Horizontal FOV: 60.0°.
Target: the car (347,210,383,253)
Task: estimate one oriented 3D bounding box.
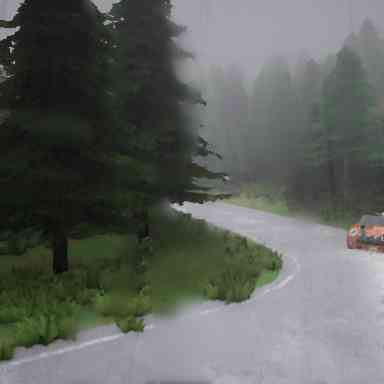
[{"bbox_3d":[8.679,1.761,15.450,2.097,1.767,4.553,3,1,34],"label":"car"}]
